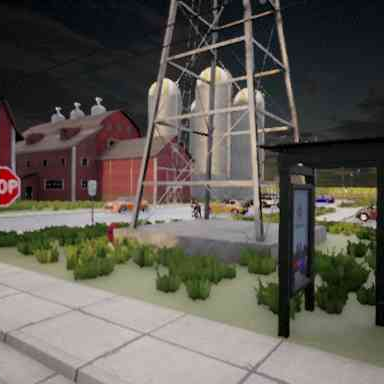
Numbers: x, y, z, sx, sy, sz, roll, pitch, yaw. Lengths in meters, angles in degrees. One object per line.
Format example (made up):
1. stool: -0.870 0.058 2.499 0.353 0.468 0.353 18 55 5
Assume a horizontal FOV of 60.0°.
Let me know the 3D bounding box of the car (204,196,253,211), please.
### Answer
1. car: 3.118 1.364 31.071 4.193 1.474 1.816 1 0 35

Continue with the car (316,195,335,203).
1. car: 24.182 1.329 62.329 4.611 1.667 2.242 1 0 35

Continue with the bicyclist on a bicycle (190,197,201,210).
1. bicyclist on a bicycle: 0.236 1.184 22.213 0.582 1.620 1.656 0 0 -21

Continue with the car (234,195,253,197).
1. car: 7.847 1.305 45.930 2.128 1.511 4.902 1 0 35

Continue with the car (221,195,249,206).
1. car: 6.544 1.273 50.343 2.128 1.511 4.902 1 0 35

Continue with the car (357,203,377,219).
1. car: 14.358 1.497 24.702 3.905 1.438 1.784 1 0 35

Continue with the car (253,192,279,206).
1. car: 10.355 1.164 42.461 3.866 1.878 1.905 1 0 35

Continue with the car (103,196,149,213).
1. car: -6.269 1.137 31.828 2.097 1.767 4.553 1 0 35

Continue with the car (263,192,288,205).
1. car: 13.687 1.033 54.502 2.150 2.045 5.566 1 0 35
